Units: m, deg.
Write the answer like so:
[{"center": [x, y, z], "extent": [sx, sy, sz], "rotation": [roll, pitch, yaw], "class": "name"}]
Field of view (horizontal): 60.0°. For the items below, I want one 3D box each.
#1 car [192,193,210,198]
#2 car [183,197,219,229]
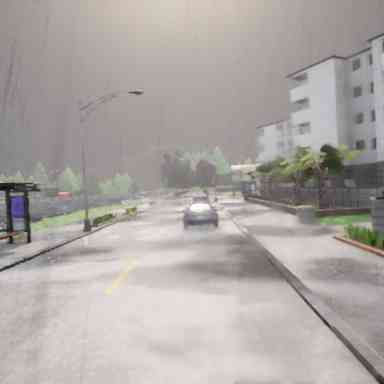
[{"center": [1.090, 0.903, 39.454], "extent": [1.882, 1.535, 5.008], "rotation": [-3, 1, 2], "class": "car"}, {"center": [0.523, 1.276, 19.847], "extent": [1.994, 1.385, 4.181], "rotation": [-3, 1, 2], "class": "car"}]
